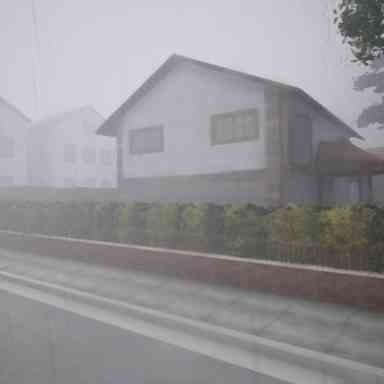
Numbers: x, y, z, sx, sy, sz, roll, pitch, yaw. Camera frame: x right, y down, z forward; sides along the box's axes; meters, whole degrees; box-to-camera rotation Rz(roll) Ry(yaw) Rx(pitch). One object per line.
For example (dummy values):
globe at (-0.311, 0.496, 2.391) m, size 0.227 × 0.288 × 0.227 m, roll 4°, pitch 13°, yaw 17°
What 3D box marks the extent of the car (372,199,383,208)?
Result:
car at (13.710, 1.192, 22.247) m, size 3.806 × 1.475 × 1.970 m, roll -1°, pitch -1°, yaw 36°
